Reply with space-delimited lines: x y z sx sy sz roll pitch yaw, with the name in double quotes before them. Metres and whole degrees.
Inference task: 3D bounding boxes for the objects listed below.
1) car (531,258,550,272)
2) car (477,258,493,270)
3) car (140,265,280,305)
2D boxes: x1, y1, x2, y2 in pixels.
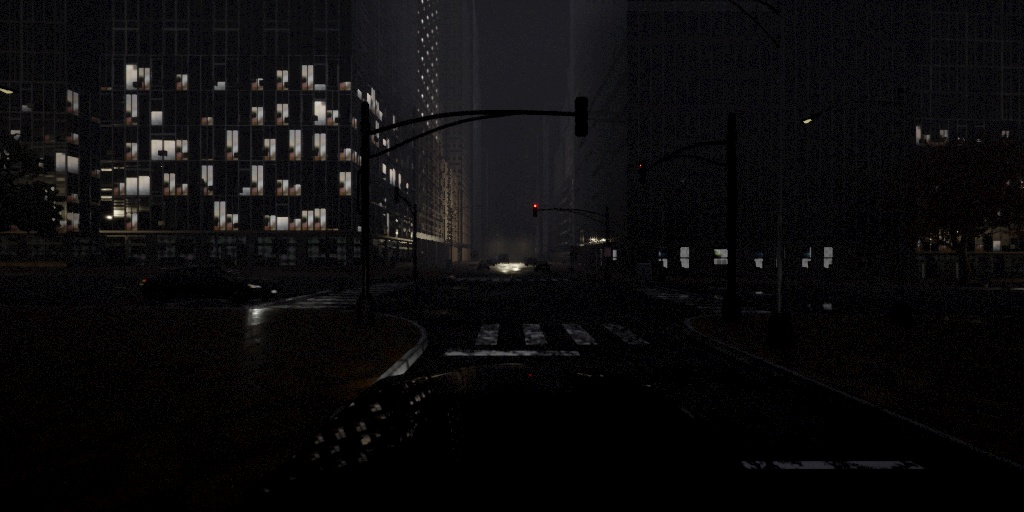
"car" 3.878 1.329 46.557 1.948 1.339 4.313 0 0 0
"car" -4.081 1.342 52.040 1.802 1.307 4.207 0 0 0
"car" -11.854 1.093 14.239 4.674 1.442 1.812 1 0 -3
